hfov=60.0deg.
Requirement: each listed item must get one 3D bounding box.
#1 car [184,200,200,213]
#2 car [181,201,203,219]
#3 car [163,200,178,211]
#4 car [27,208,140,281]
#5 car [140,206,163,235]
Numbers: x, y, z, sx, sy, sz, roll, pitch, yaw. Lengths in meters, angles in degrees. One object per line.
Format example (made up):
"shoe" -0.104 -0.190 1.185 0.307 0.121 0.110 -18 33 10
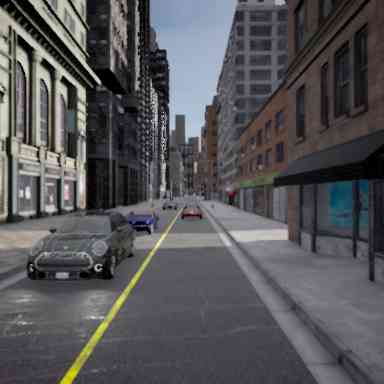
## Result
"car" 0.008 1.820 43.160 2.033 1.411 5.357 0 0 0
"car" -0.001 1.768 31.603 1.994 1.385 4.181 0 0 0
"car" -3.015 1.871 46.375 1.994 1.385 4.181 0 0 0
"car" -3.097 1.419 10.198 2.097 1.767 4.553 0 0 0
"car" -3.098 1.731 20.022 1.895 1.301 4.718 0 0 0
